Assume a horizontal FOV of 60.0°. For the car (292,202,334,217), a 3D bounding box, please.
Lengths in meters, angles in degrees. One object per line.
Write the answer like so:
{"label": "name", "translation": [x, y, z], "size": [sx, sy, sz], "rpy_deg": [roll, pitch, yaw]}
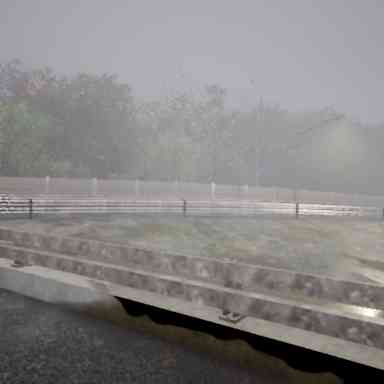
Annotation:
{"label": "car", "translation": [13.173, 1.836, 36.249], "size": [5.008, 1.535, 1.882], "rpy_deg": [3, 0, -20]}
